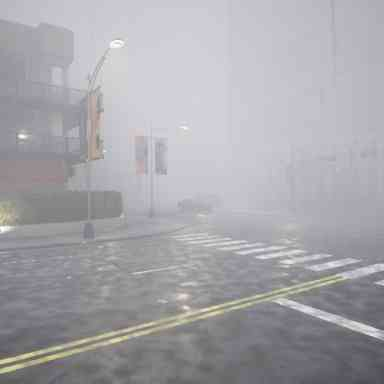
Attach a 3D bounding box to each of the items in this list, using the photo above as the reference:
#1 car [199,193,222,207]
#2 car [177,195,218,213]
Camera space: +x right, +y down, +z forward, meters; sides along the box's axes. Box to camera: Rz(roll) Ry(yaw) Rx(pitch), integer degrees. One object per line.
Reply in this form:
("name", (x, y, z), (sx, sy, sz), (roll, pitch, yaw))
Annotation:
("car", (2.035, 1.221, 48.838), (2.150, 2.045, 5.566), (0, 0, -33))
("car", (0.267, 1.478, 37.130), (1.882, 1.535, 5.008), (0, 0, -35))
